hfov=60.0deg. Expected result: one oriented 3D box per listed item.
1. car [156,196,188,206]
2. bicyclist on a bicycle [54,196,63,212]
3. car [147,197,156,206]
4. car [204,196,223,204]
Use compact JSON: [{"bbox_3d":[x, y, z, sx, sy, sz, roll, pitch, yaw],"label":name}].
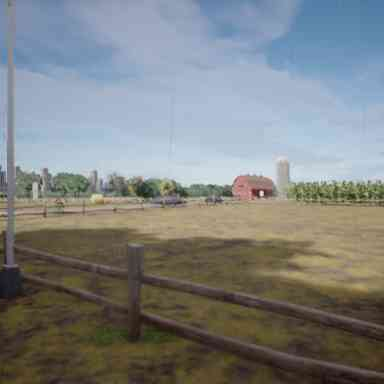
[{"bbox_3d":[-2.847,1.458,54.268,2.033,1.411,5.357,-2,-1,36],"label":"car"},{"bbox_3d":[-13.619,1.286,33.855,1.656,1.620,0.582,0,0,36],"label":"bicyclist on a bicycle"},{"bbox_3d":[-5.400,1.490,55.594,1.837,1.490,4.892,-2,-2,36],"label":"car"},{"bbox_3d":[4.189,1.472,64.185,1.837,1.490,4.892,-2,-1,36],"label":"car"}]
